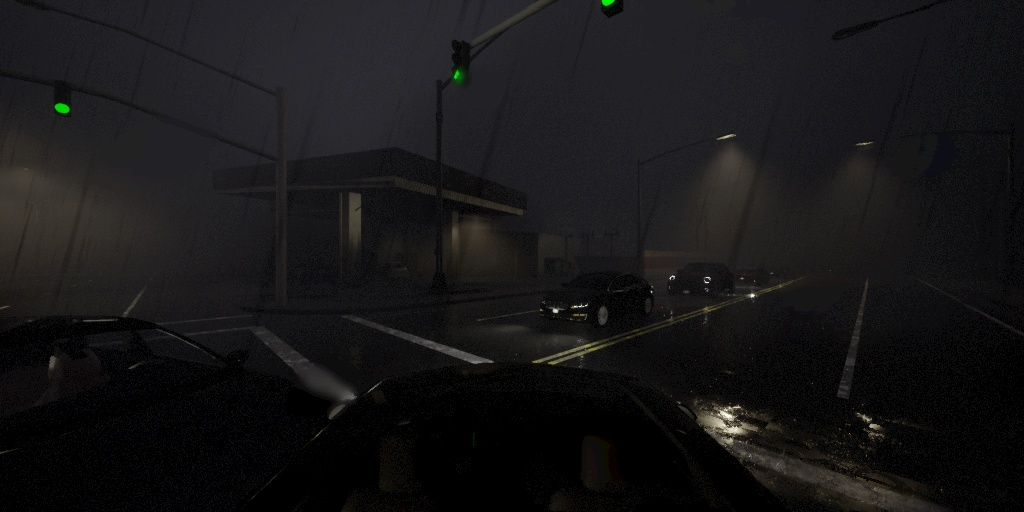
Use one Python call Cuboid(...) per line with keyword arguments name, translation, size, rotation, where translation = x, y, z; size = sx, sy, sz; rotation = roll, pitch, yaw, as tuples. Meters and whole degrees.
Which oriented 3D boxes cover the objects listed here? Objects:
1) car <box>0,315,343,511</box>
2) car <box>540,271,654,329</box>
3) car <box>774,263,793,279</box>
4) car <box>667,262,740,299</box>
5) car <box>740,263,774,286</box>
Cuboid(name="car", translation=(-3.417, 1.242, 2.536), size=(4.902, 1.511, 2.128), rotation=(0, 0, 15))
Cuboid(name="car", translation=(2.900, 1.255, 11.543), size=(1.837, 1.490, 4.892), rotation=(0, 0, 45))
Cuboid(name="car", translation=(23.833, 1.314, 32.319), size=(4.181, 1.385, 1.994), rotation=(0, 0, -44))
Cuboid(name="car", translation=(9.750, 1.102, 18.378), size=(4.553, 1.767, 2.097), rotation=(0, 0, -45))
Cuboid(name="car", translation=(16.688, 1.314, 25.277), size=(1.994, 1.385, 4.181), rotation=(0, 0, 44))
